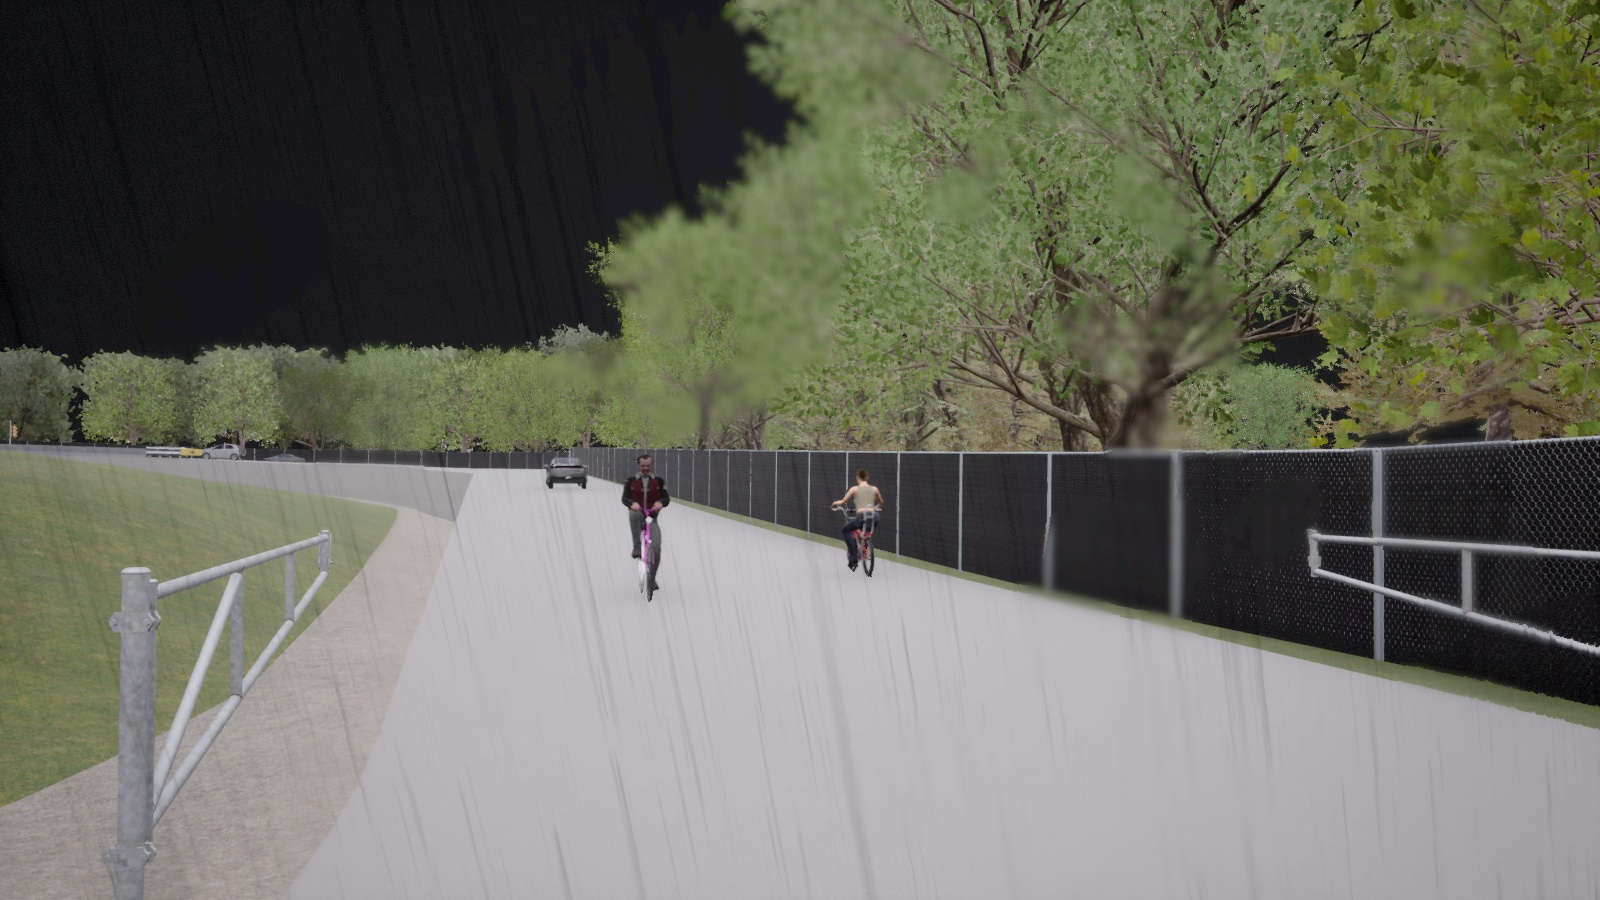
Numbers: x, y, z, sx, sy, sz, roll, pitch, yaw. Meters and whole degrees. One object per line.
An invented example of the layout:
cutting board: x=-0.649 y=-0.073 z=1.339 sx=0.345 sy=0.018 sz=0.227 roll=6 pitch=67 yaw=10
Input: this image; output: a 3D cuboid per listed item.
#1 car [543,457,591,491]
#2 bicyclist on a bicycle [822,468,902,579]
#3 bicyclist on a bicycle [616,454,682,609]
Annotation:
car: x=-11.467 y=1.149 z=61.548 sx=2.128 sy=1.511 sz=4.902 roll=0 pitch=0 yaw=-13
bicyclist on a bicycle: x=0.918 y=1.074 z=19.084 sx=0.866 sy=1.612 sz=1.509 roll=0 pitch=-1 yaw=-12
bicyclist on a bicycle: x=-1.873 y=0.951 z=15.383 sx=0.659 sy=1.776 sz=1.843 roll=0 pitch=-1 yaw=-12
